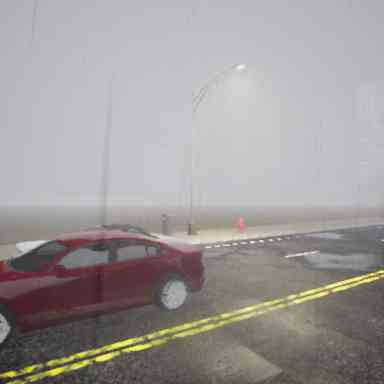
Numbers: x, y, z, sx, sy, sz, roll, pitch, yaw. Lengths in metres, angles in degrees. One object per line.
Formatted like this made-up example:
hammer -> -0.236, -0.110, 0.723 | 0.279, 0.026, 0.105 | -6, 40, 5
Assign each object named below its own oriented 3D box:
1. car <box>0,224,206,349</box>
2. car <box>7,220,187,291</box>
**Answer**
car -> -2.039, 1.503, 6.249 | 5.008, 1.535, 1.882 | 1, 0, -36
car -> -2.634, 1.646, 9.818 | 4.718, 1.301, 1.895 | 1, 0, -36
